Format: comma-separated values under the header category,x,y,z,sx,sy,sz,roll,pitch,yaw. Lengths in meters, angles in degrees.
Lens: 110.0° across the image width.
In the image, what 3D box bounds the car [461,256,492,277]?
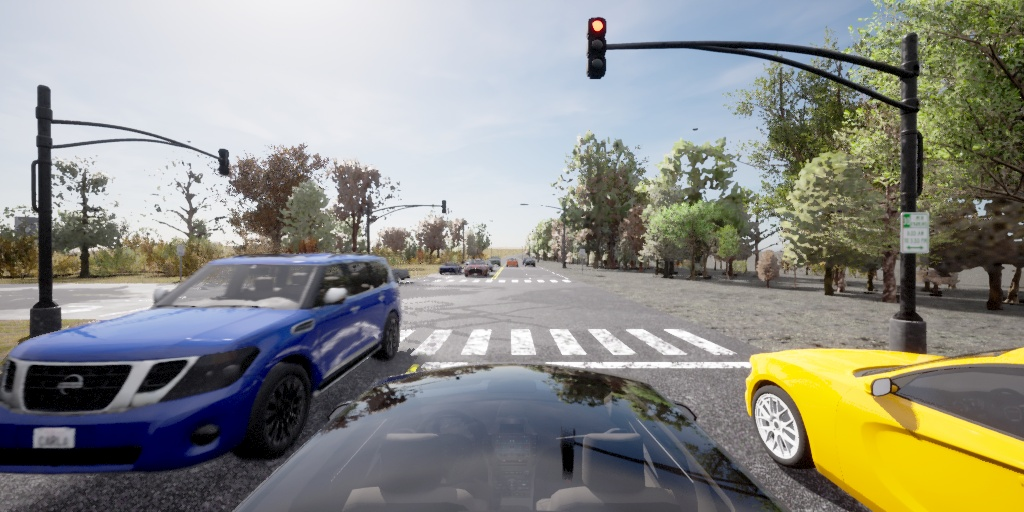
category,x,y,z,sx,sy,sz,roll,pitch,yaw
car,-3.348,1.102,35.066,2.097,1.767,4.553,0,0,0

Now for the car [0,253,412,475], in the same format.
category,x,y,z,sx,sy,sz,roll,pitch,yaw
car,-3.343,0.972,5.363,2.150,2.045,5.566,0,0,0

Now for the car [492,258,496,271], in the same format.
category,x,y,z,sx,sy,sz,roll,pitch,yaw
car,-3.348,1.277,45.402,1.812,1.442,4.674,0,0,0

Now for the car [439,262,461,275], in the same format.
category,x,y,z,sx,sy,sz,roll,pitch,yaw
car,-6.600,1.351,38.718,1.895,1.301,4.718,0,0,0

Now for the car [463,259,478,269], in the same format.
category,x,y,z,sx,sy,sz,roll,pitch,yaw
car,-6.588,1.278,56.723,1.812,1.442,4.674,0,0,0

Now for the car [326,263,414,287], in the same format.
category,x,y,z,sx,sy,sz,roll,pitch,yaw
car,-9.800,1.252,25.020,5.357,1.411,2.033,0,0,-40

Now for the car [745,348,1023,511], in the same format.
category,x,y,z,sx,sy,sz,roll,pitch,yaw
car,3.363,1.195,1.716,1.882,1.535,5.008,0,1,0
